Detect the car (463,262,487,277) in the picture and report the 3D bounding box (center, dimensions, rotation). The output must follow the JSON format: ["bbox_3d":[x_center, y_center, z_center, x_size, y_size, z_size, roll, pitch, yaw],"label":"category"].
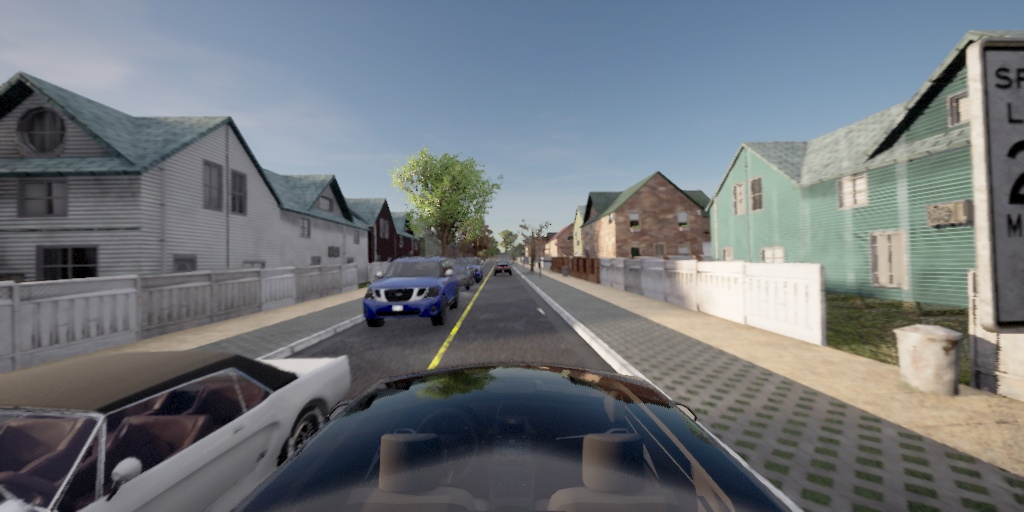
[{"bbox_3d":[-3.829,1.365,37.951,2.033,1.411,5.357,-1,0,-2],"label":"car"}]

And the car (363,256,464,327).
[{"bbox_3d":[-3.125,1.032,12.258,2.150,2.045,5.566,-1,0,-2],"label":"car"}]

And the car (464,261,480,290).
[{"bbox_3d":[-3.443,1.303,22.799,2.128,1.511,4.902,-1,0,-2],"label":"car"}]

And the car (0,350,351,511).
[{"bbox_3d":[-2.821,1.411,2.011,1.895,1.301,4.718,-1,0,0],"label":"car"}]

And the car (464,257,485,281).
[{"bbox_3d":[-3.544,1.088,28.725,2.150,2.045,5.566,-1,0,-2],"label":"car"}]

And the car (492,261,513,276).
[{"bbox_3d":[-0.986,1.263,38.183,1.837,1.490,4.892,-1,0,-2],"label":"car"}]
